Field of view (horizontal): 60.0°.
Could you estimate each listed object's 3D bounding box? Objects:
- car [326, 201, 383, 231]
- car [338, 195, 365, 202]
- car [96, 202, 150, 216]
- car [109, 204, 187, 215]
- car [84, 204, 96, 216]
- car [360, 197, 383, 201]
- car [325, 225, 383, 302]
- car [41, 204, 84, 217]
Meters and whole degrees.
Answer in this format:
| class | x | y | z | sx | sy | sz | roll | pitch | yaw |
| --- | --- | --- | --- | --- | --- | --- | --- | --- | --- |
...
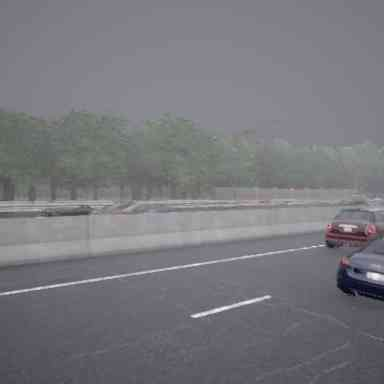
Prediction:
| class | x | y | z | sx | sy | sz | roll | pitch | yaw |
| --- | --- | --- | --- | --- | --- | --- | --- | --- | --- |
| car | 7.481 | 1.420 | 13.502 | 4.553 | 1.767 | 2.097 | 0 | 0 | -35 |
| car | 25.076 | 1.508 | 51.878 | 5.566 | 2.045 | 2.150 | 0 | 0 | -35 |
| car | -3.653 | 1.526 | 22.872 | 5.008 | 1.535 | 1.882 | 0 | 0 | -35 |
| car | -1.851 | 1.594 | 19.862 | 5.357 | 1.411 | 2.033 | 0 | 0 | -35 |
| car | -5.437 | 1.555 | 25.898 | 4.892 | 1.490 | 1.837 | 0 | 0 | -35 |
| car | 27.721 | 1.838 | 49.464 | 5.357 | 1.411 | 2.033 | 0 | 0 | -35 |
| car | 5.158 | 1.603 | 7.547 | 4.181 | 1.385 | 1.994 | 0 | 0 | -35 |
| car | -9.684 | 1.637 | 27.174 | 4.718 | 1.301 | 1.895 | 0 | 0 | -35 |
